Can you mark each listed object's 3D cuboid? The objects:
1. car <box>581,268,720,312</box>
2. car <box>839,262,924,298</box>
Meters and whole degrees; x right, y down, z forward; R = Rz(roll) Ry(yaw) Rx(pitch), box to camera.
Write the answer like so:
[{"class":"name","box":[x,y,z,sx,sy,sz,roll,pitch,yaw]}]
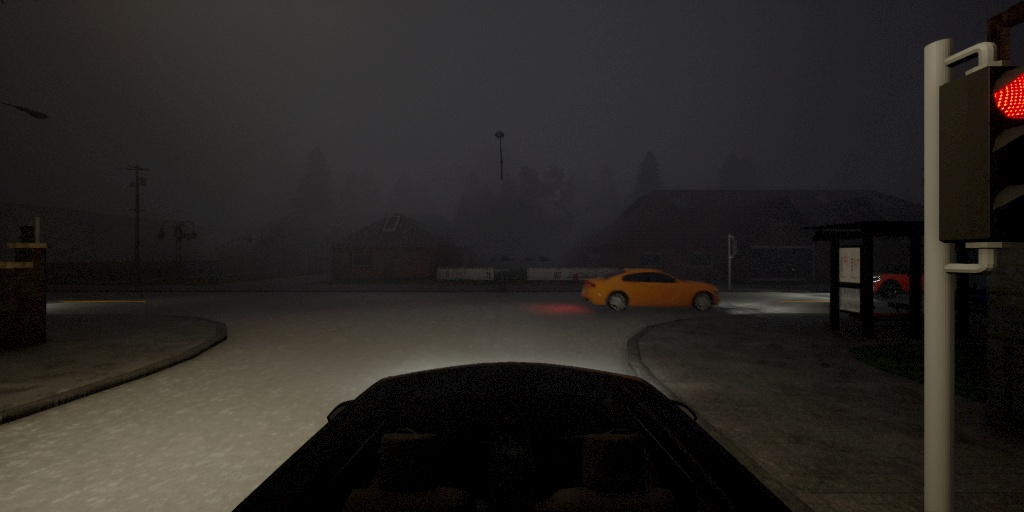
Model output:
[{"class":"car","box":[5.193,1.227,13.679,5.008,1.535,1.882,0,0,0]},{"class":"car","box":[19.209,1.102,17.880,4.553,1.767,2.097,0,0,0]}]
